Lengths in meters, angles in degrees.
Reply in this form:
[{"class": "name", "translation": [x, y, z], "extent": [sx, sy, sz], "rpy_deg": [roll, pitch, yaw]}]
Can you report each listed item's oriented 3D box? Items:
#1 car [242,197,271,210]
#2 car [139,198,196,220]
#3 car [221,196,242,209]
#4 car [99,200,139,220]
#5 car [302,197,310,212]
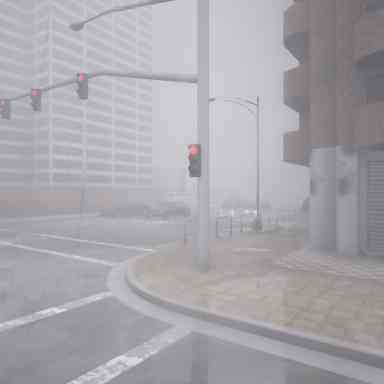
[{"class": "car", "translation": [8.565, 1.601, 42.781], "extent": [1.994, 1.385, 4.181], "rpy_deg": [0, 0, 35]}, {"class": "car", "translation": [-1.936, 1.526, 28.053], "extent": [1.812, 1.442, 4.674], "rpy_deg": [0, 0, 35]}, {"class": "car", "translation": [5.724, 1.359, 44.825], "extent": [2.097, 1.767, 4.553], "rpy_deg": [0, 0, 35]}, {"class": "car", "translation": [-5.725, 1.477, 28.785], "extent": [1.882, 1.535, 5.008], "rpy_deg": [0, 0, 35]}, {"class": "car", "translation": [14.413, 1.352, 38.755], "extent": [2.097, 1.767, 4.553], "rpy_deg": [0, 0, 35]}]
